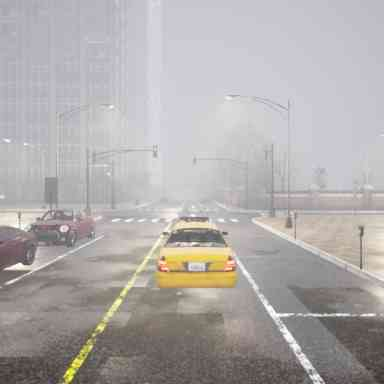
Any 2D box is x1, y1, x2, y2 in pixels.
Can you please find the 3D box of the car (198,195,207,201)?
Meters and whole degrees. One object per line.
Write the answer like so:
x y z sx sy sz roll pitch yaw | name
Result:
2.617 1.448 80.349 2.008 1.369 4.403 0 0 0 | car

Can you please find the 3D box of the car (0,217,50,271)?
-5.699 1.579 8.949 1.802 1.307 4.206 0 0 0 | car

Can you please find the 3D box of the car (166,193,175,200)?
-5.917 1.181 91.407 2.192 1.841 5.009 0 0 0 | car

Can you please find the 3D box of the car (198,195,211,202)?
2.693 1.492 63.674 1.947 1.339 4.313 0 0 0 | car

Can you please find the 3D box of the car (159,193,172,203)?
-5.899 1.485 69.165 1.947 1.339 4.313 0 0 0 | car

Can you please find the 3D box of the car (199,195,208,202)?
2.622 1.454 74.788 1.887 1.381 4.507 0 0 0 | car

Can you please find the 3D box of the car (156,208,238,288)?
0.090 1.454 9.150 1.801 1.575 5.366 0 0 0 | car

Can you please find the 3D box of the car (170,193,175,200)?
-5.913 1.324 85.848 1.967 1.590 4.097 0 0 0 | car

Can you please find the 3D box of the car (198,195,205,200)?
2.607 1.411 91.470 1.887 1.381 4.507 0 0 0 | car

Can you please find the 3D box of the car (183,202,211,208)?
0.098 1.535 19.413 2.033 1.411 5.357 0 0 0 | car

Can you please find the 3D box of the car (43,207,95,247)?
-5.704 1.433 14.642 1.967 1.590 4.097 0 0 0 | car
